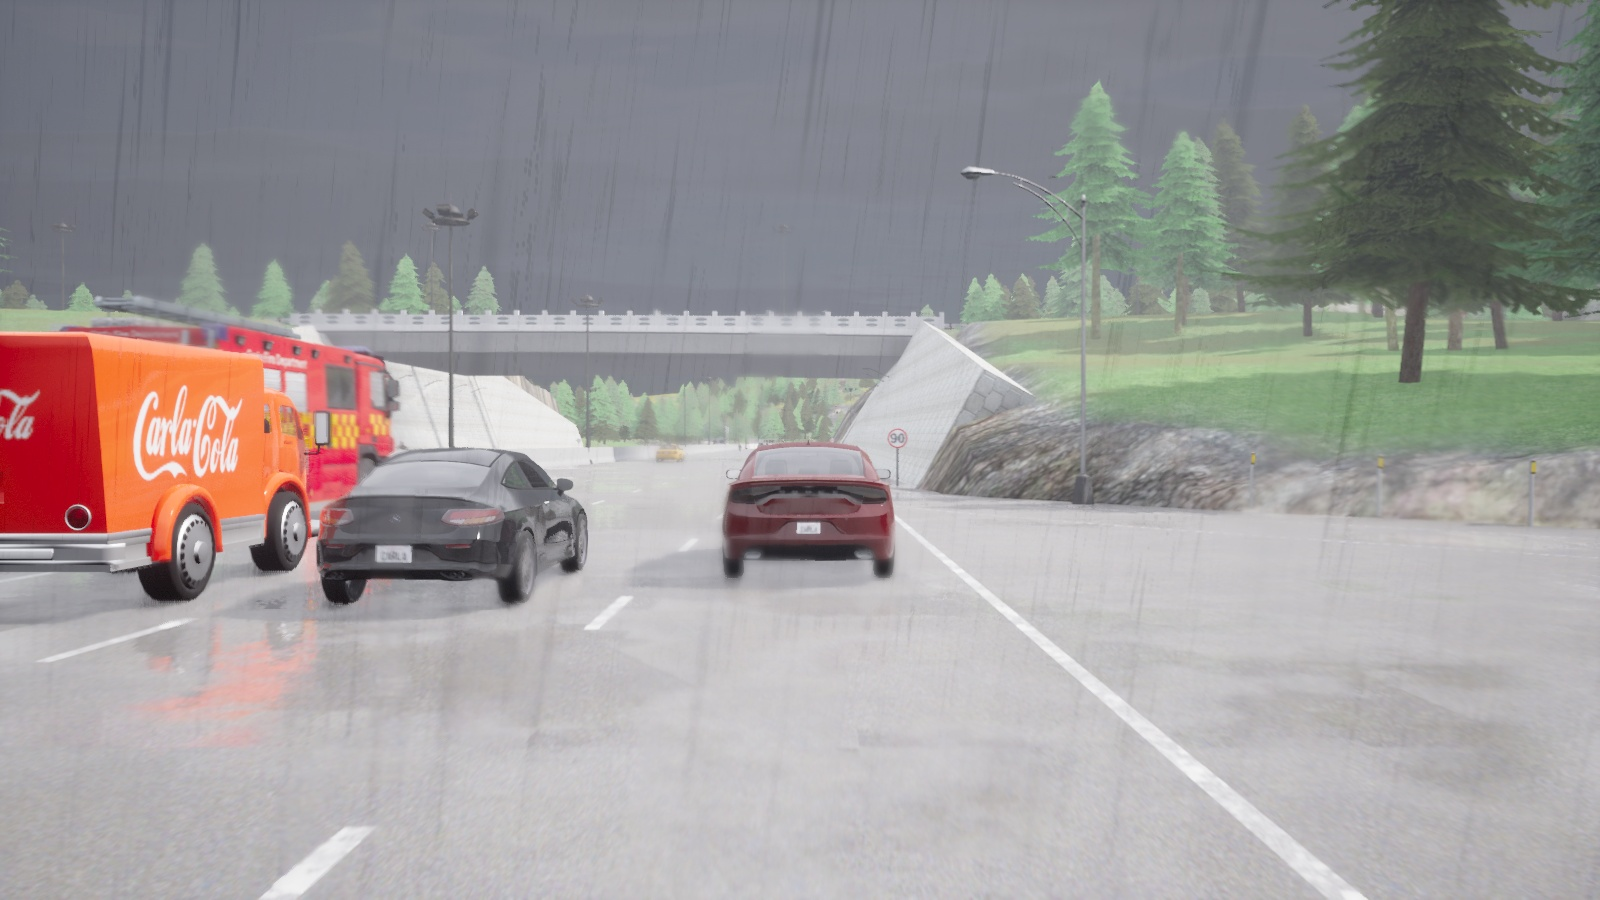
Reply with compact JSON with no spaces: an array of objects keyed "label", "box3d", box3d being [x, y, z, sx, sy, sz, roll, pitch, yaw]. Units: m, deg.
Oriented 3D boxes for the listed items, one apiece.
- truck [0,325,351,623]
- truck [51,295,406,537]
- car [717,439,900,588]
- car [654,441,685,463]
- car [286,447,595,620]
[{"label":"truck","box3d":[-6.910,0.181,13.014,2.627,2.467,5.204,0,0,0]},{"label":"truck","box3d":[-10.347,-0.562,24.051,2.891,3.827,8.468,0,0,0]},{"label":"car","box3d":[0.103,0.637,15.400,1.882,1.535,5.008,0,0,0]},{"label":"car","box3d":[-9.937,0.135,96.245,1.801,1.575,5.366,0,0,0]},{"label":"car","box3d":[-3.411,0.697,12.905,1.812,1.442,4.674,0,0,0]}]
